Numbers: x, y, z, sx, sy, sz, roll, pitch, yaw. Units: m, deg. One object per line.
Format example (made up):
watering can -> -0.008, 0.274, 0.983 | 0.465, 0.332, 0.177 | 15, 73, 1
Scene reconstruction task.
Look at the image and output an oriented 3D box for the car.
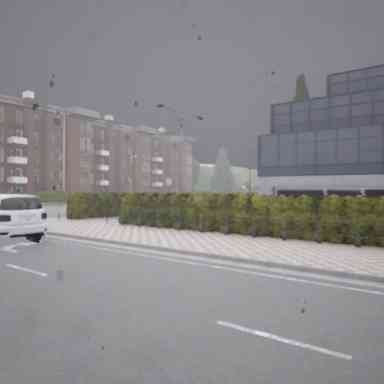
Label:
car -> -8.463, 1.104, 14.257 | 5.566, 2.045, 2.150 | 1, 0, 35
